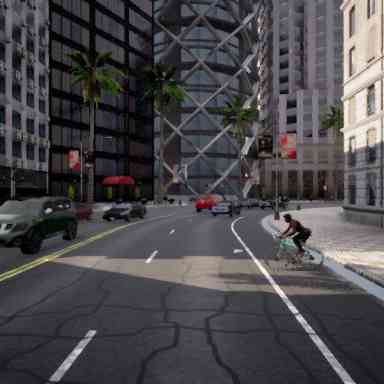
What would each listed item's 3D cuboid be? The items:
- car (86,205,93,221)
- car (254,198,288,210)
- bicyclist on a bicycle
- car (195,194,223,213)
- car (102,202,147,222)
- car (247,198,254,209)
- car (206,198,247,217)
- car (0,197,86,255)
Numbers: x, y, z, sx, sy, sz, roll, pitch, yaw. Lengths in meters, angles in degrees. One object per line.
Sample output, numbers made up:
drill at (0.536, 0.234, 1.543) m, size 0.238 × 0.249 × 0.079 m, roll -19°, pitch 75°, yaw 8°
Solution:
car at (-9.069, 1.526, 24.950) m, size 1.812 × 1.442 × 4.674 m, roll 0°, pitch 0°, yaw 10°
car at (10.587, 1.547, 43.221) m, size 2.033 × 1.411 × 5.357 m, roll 0°, pitch 0°, yaw 41°
bicyclist on a bicycle at (2.883, 1.424, 9.407) m, size 1.656 × 1.620 × 0.582 m, roll -2°, pitch 0°, yaw 2°
car at (2.324, 1.218, 37.134) m, size 2.150 × 2.045 × 5.566 m, roll 0°, pitch 0°, yaw 27°
car at (-5.246, 1.547, 26.793) m, size 2.033 × 1.411 × 5.357 m, roll 0°, pitch 0°, yaw 12°
car at (7.974, 1.547, 45.684) m, size 2.033 × 1.411 × 5.357 m, roll 0°, pitch 0°, yaw 42°
car at (3.327, 1.547, 31.182) m, size 2.033 × 1.411 × 5.357 m, roll 0°, pitch 0°, yaw 21°
car at (-6.607, 1.223, 13.757) m, size 2.150 × 2.045 × 5.566 m, roll 0°, pitch 0°, yaw 3°
